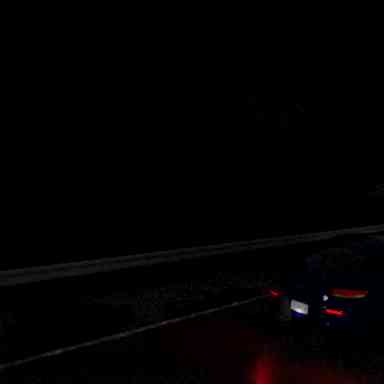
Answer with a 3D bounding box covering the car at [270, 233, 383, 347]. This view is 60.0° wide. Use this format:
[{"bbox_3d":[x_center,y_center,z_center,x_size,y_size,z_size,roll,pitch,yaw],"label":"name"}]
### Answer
[{"bbox_3d":[3.442,1.511,6.200,4.674,1.442,1.812,0,0,-35],"label":"car"}]
